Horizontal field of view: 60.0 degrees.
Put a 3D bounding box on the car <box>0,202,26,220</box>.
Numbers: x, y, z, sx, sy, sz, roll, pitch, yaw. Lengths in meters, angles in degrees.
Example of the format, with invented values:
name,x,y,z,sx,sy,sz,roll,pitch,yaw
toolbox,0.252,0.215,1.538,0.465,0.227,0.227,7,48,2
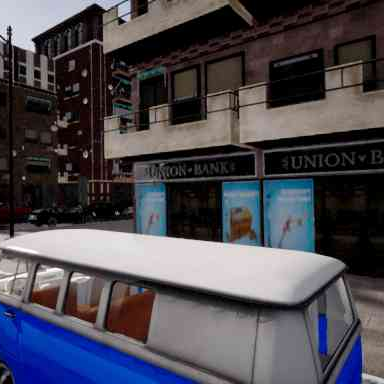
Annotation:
name,x,y,z,sx,sy,sz,roll,pitch,yaw
car,-15.461,1.608,27.297,1.967,1.590,4.097,-2,-1,36

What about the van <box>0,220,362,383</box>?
name,x,y,z,sx,sy,sz,roll,pitch,yaw
van,-0.516,1.342,3.219,3.998,1.788,1.690,0,-1,35

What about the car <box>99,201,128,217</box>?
name,x,y,z,sx,sy,sz,roll,pitch,yaw
car,-8.885,1.671,31.917,1.837,1.490,4.892,-1,-2,36

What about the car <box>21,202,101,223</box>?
name,x,y,z,sx,sy,sz,roll,pitch,yaw
car,-8.690,1.583,22.357,1.947,1.339,4.313,-2,-1,36
